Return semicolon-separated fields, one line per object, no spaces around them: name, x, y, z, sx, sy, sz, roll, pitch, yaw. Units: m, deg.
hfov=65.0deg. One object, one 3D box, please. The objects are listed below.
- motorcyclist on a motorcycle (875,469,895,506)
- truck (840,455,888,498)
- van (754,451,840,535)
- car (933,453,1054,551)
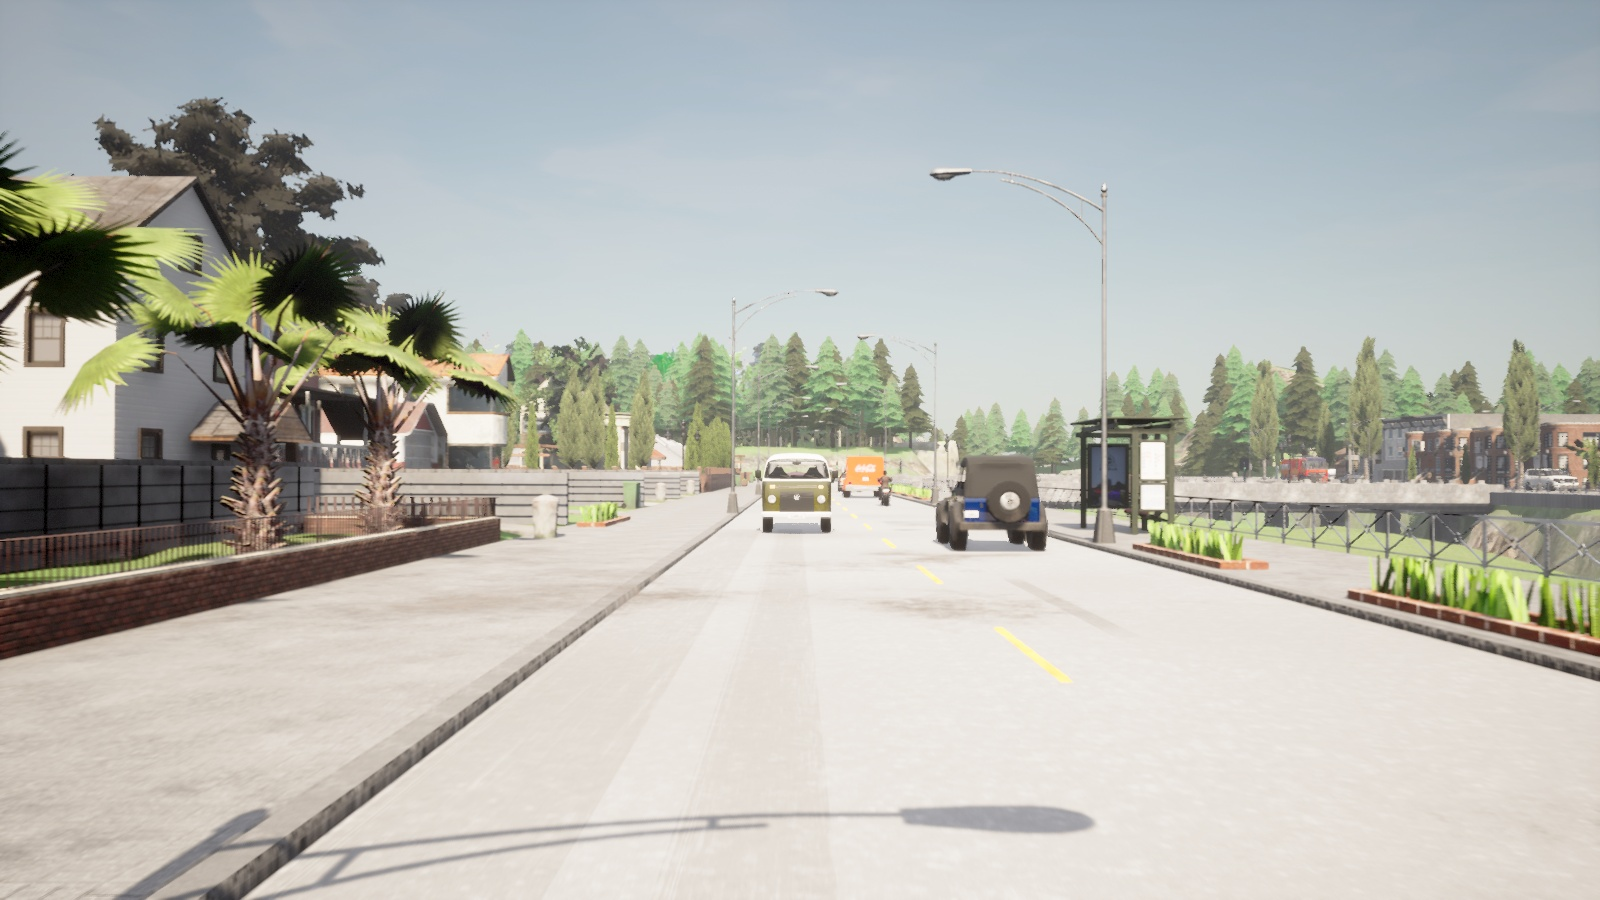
motorcyclist on a motorcycle;3.865;1.708;57.271;0.766;1.649;2.350;0;-1;0
truck;3.820;1.581;75.775;2.627;2.467;5.204;0;-1;0
van;-0.078;1.087;32.758;2.069;2.038;4.480;0;-1;0
car;3.938;1.033;26.180;1.905;1.878;3.866;0;-1;0
